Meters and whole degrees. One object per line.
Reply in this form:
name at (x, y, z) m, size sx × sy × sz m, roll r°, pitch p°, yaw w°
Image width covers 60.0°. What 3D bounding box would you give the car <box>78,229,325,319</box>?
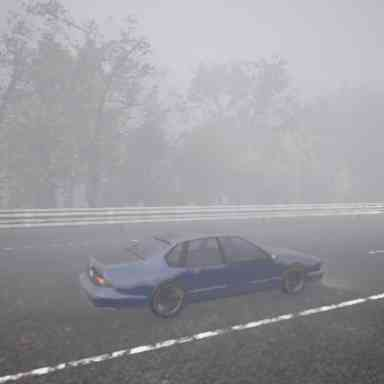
car at (0.377, 1.551, 7.285) m, size 5.357 × 1.411 × 2.033 m, roll 0°, pitch 0°, yaw -27°
